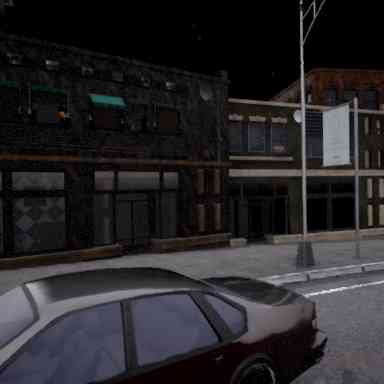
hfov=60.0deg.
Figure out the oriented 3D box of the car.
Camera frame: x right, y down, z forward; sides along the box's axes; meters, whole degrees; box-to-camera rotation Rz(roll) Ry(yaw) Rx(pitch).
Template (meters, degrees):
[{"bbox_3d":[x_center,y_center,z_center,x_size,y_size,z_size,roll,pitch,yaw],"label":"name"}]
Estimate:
[{"bbox_3d":[-0.998,1.546,3.175,5.357,1.411,2.033,0,0,-33],"label":"car"}]
